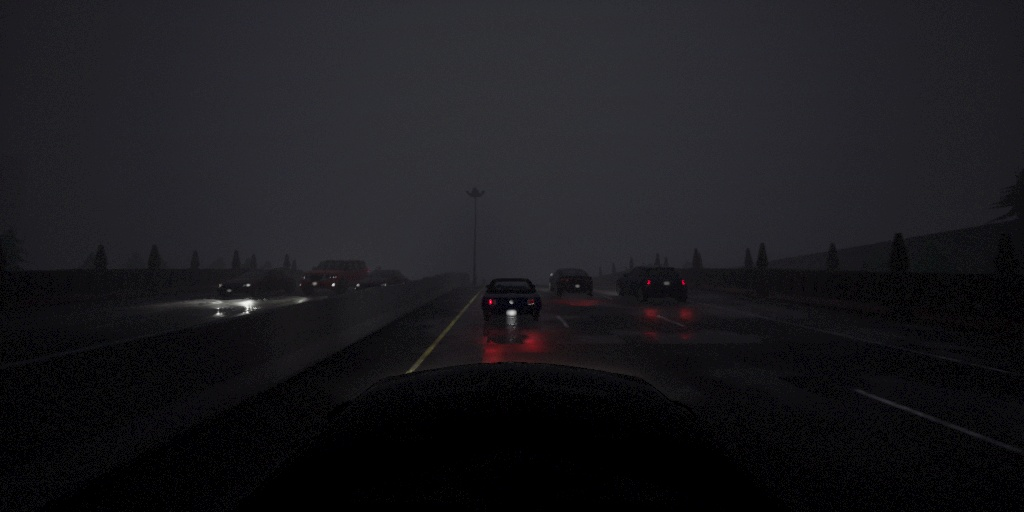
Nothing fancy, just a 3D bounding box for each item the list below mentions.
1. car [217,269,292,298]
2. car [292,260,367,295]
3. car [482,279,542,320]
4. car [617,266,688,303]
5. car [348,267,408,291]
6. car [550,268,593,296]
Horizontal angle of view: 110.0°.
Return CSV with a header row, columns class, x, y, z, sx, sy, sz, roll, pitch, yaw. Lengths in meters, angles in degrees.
class,x,y,z,sx,sy,sz,roll,pitch,yaw
car,-14.314,1.500,20.461,1.812,1.442,4.674,0,-1,-1
car,-10.832,1.229,22.422,2.150,2.045,5.566,0,-1,0
car,-0.040,1.483,13.323,1.895,1.301,4.718,0,-1,-1
car,6.895,1.283,18.165,2.097,1.767,4.553,0,-1,-1
car,-7.315,1.497,20.577,1.812,1.442,4.674,0,-1,-1
car,3.355,1.450,21.039,1.882,1.535,5.008,0,-1,-1
